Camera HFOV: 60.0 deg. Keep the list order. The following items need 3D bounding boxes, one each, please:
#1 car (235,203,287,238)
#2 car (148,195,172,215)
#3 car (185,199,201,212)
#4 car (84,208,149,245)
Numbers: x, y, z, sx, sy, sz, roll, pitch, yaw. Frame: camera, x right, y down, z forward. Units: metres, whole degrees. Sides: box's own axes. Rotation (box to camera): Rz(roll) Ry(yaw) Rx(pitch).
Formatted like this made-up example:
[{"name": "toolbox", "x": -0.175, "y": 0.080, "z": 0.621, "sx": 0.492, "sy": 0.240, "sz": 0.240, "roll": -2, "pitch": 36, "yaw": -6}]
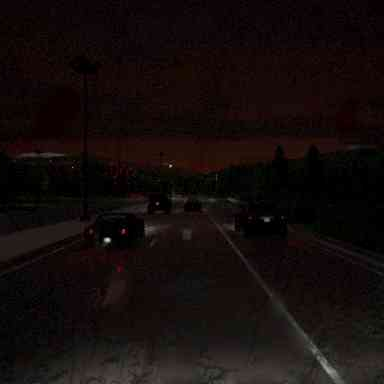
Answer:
[{"name": "car", "x": 3.598, "y": 1.389, "z": 18.098, "sx": 2.097, "sy": 1.767, "sz": 4.553, "roll": 0, "pitch": 0, "yaw": 0}, {"name": "car", "x": -3.406, "y": 1.293, "z": 35.498, "sx": 2.150, "sy": 2.045, "sz": 5.566, "roll": 0, "pitch": 0, "yaw": 0}, {"name": "car", "x": 0.094, "y": 1.559, "z": 40.364, "sx": 1.882, "sy": 1.535, "sz": 5.008, "roll": 0, "pitch": 0, "yaw": 0}, {"name": "car", "x": -3.402, "y": 1.632, "z": 15.609, "sx": 1.895, "sy": 1.301, "sz": 4.718, "roll": 0, "pitch": 0, "yaw": 0}]
